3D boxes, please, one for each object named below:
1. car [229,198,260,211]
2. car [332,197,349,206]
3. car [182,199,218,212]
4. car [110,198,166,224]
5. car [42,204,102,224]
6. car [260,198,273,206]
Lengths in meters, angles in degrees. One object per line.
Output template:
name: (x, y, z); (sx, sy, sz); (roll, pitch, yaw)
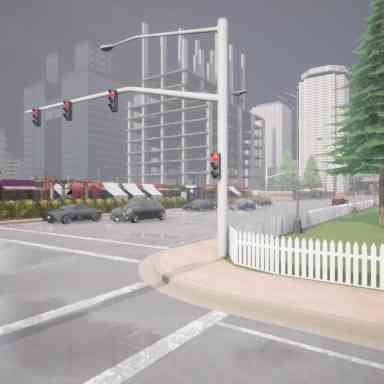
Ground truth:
car: (6.178, 1.526, 40.248); (1.812, 1.442, 4.674); (0, 0, 34)
car: (23.959, 1.478, 53.738); (1.882, 1.535, 5.008); (0, 0, 34)
car: (1.066, 1.547, 38.962); (2.033, 1.411, 5.357); (0, 0, 34)
car: (-4.007, 1.354, 25.203); (2.097, 1.767, 4.553); (0, 0, 34)
car: (-8.721, 1.564, 24.479); (1.994, 1.385, 4.181); (0, 0, 34)
car: (11.465, 1.603, 54.179); (2.033, 1.411, 5.357); (0, 0, 34)
